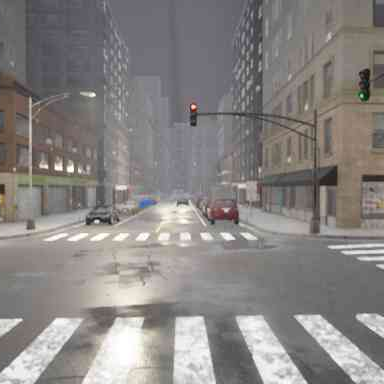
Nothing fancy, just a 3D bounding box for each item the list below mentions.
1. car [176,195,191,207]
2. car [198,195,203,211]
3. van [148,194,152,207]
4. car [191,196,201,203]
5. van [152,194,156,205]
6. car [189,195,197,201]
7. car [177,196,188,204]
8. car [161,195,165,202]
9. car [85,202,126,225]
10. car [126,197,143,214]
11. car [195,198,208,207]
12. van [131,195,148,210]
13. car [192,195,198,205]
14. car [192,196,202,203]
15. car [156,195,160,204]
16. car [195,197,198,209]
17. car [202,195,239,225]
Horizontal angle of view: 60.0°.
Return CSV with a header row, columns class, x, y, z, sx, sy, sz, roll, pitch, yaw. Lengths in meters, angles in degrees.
class,x,y,z,sx,sy,sz,roll,pitch,yaw
car,-1.479,1.540,53.633,1.837,1.490,4.892,0,0,-2
car,2.039,1.339,29.874,2.192,1.841,5.009,-1,0,-2
van,-6.957,1.374,46.385,1.690,1.788,3.998,-1,0,-2
car,0.793,1.589,74.543,2.008,1.369,4.403,-1,0,-2
van,-7.114,1.376,51.968,1.690,1.788,3.998,-1,0,-2
car,0.325,1.587,91.294,2.008,1.369,4.403,-1,0,-2
car,-1.773,1.585,64.051,2.033,1.411,5.357,0,0,-2
car,-7.742,1.478,74.302,1.967,1.590,4.097,-1,0,-2
car,-6.324,1.586,24.050,1.947,1.339,4.313,-1,0,-2
car,-6.635,1.553,35.048,1.752,1.417,4.829,-1,0,-2
car,1.418,1.617,52.208,1.802,1.307,4.206,-1,0,-2
van,-6.799,1.372,40.801,1.690,1.788,3.998,-1,0,-2
car,1.571,1.348,46.625,2.192,1.841,5.009,-1,0,-2
car,0.949,1.603,68.960,1.947,1.339,4.313,-1,0,-2
car,-7.272,1.351,57.552,2.192,1.841,5.009,-1,0,-2
car,1.725,1.556,41.211,1.752,1.417,4.829,-1,0,-2
car,2.195,1.334,24.290,2.192,1.841,5.009,-1,0,-2
